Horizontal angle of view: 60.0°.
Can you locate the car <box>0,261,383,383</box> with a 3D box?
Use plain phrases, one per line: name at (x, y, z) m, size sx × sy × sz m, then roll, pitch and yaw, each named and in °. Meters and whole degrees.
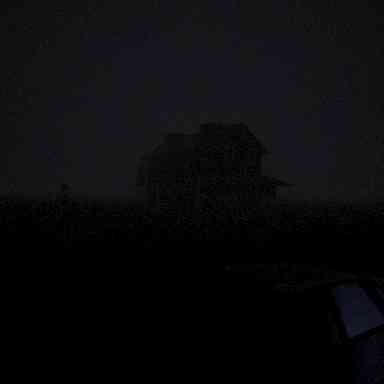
car at (0.854, 1.577, 3.678) m, size 5.357 × 1.411 × 2.033 m, roll 1°, pitch 0°, yaw -35°
